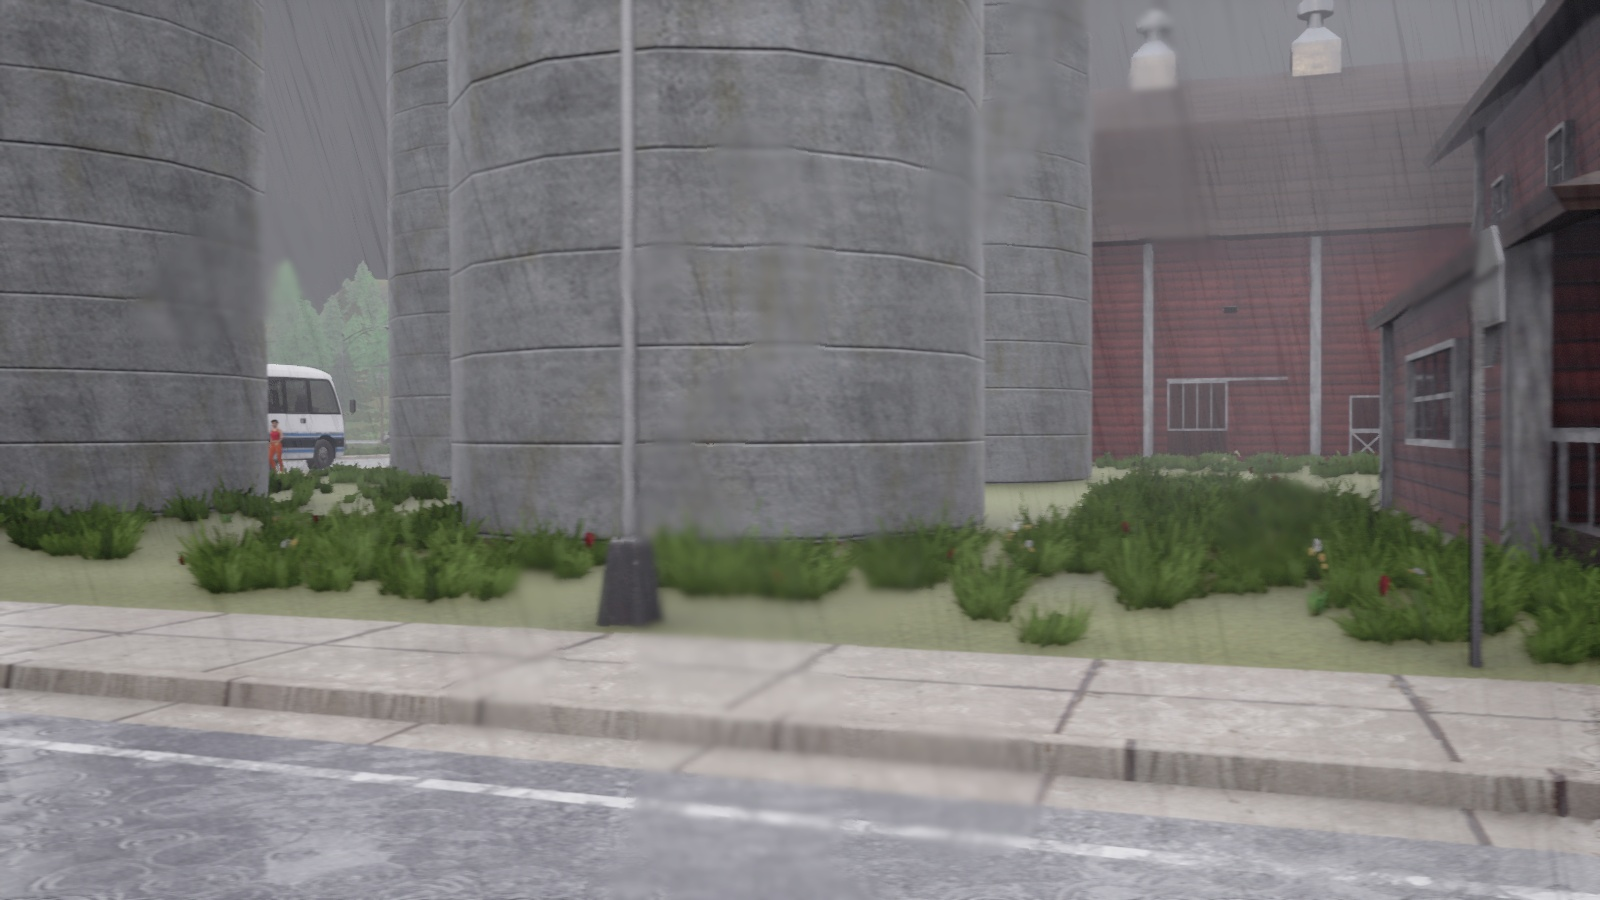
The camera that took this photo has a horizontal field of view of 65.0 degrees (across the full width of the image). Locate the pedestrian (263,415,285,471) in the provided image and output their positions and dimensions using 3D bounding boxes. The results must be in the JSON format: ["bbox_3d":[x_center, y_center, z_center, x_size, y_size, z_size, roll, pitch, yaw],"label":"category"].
[{"bbox_3d":[-17.318,-0.240,41.328,0.345,1.836,0.594,1,1,20],"label":"pedestrian"}]

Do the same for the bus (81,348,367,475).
[{"bbox_3d":[-21.336,-1.379,47.616,3.944,4.253,10.273,0,1,18],"label":"bus"}]
